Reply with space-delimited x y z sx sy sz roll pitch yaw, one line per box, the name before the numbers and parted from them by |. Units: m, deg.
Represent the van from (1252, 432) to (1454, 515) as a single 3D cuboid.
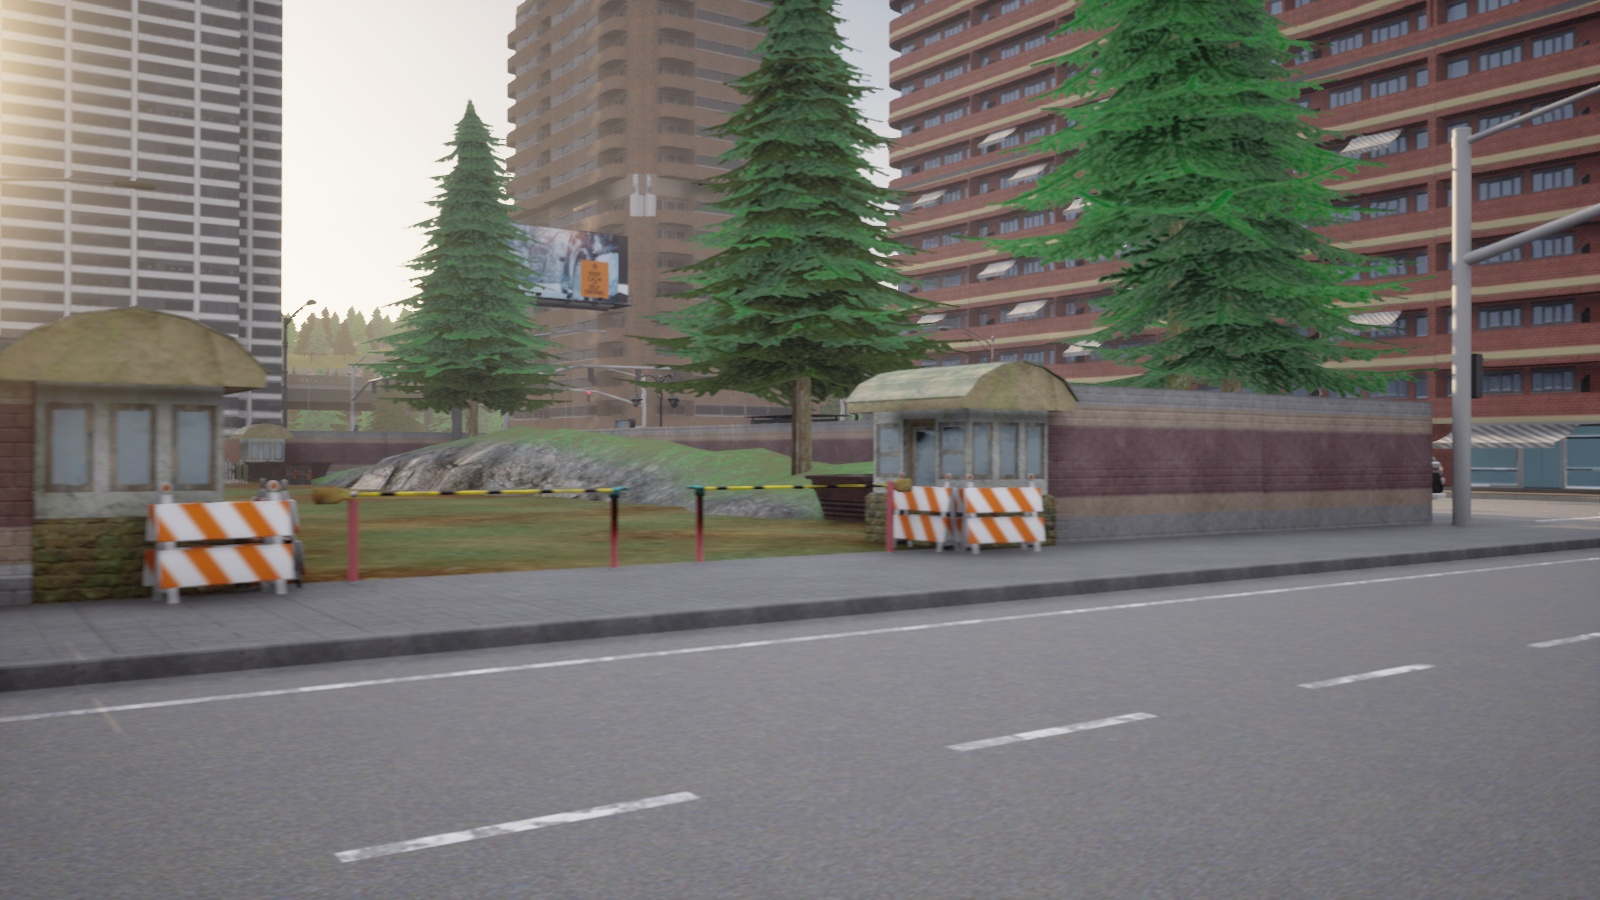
van | 14.539 0.574 33.265 2.069 2.038 4.480 0 0 -34
